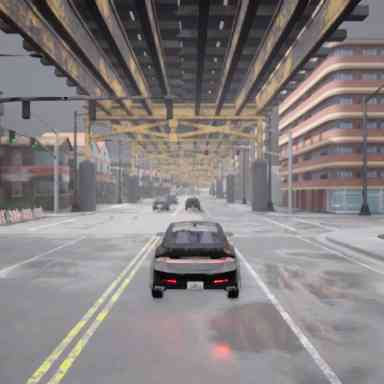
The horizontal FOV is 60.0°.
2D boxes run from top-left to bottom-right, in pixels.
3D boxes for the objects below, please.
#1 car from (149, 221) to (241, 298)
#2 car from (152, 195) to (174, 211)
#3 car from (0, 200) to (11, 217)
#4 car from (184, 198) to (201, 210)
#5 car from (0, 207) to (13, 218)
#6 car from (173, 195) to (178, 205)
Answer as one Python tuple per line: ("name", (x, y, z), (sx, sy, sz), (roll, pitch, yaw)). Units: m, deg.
("car", (0.071, 1.488, 8.480), (2.128, 1.511, 4.902), (0, 0, 0))
("car", (-3.607, 1.473, 39.640), (2.128, 1.511, 4.902), (0, 0, 0))
("car", (-16.817, 1.284, 25.937), (4.536, 1.218, 1.853), (0, 0, -20))
("car", (0.089, 1.487, 42.801), (1.837, 1.490, 4.892), (0, 0, 0))
("car", (-16.769, 1.442, 25.955), (4.974, 1.542, 2.038), (0, 0, -20))
("car", (-3.585, 1.311, 58.587), (2.097, 1.767, 4.553), (0, 0, 0))
